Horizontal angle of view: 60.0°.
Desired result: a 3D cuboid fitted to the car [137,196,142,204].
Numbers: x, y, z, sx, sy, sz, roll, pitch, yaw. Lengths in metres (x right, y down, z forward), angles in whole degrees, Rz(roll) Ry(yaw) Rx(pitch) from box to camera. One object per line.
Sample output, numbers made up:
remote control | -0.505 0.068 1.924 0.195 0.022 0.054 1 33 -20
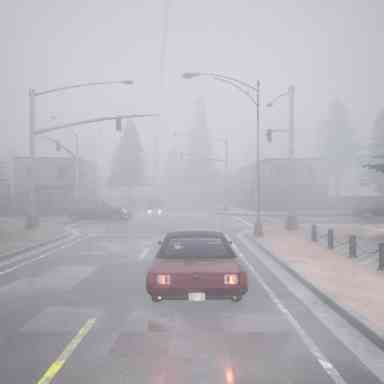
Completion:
car | -9.581 1.463 61.923 1.882 1.535 5.008 0 0 -23

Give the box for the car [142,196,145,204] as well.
car | -6.329 1.487 52.186 1.837 1.490 4.892 0 0 -15

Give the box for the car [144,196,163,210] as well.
car | -4.826 1.544 43.438 1.994 1.385 4.181 0 0 -6

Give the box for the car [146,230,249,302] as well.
car | 0.073 1.604 8.221 1.895 1.301 4.718 0 0 -1

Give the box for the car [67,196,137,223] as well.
car | -6.783 1.344 24.859 4.553 1.767 2.097 0 0 2

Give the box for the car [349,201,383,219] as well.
car | 15.769 1.485 27.882 4.902 1.511 2.128 0 0 2
